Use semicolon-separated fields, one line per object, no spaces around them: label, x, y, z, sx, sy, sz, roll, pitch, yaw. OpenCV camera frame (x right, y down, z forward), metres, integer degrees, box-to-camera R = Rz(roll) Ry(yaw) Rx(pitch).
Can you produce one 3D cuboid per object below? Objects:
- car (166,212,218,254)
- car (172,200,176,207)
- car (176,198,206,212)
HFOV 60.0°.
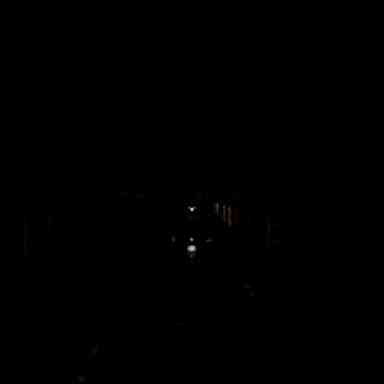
car;-0.001;1.738;14.108;1.895;1.301;4.718;0;-1;0
car;-2.783;2.249;64.714;1.895;1.301;4.718;0;-1;1
car;-0.003;1.500;29.012;2.150;2.045;5.566;0;0;0
